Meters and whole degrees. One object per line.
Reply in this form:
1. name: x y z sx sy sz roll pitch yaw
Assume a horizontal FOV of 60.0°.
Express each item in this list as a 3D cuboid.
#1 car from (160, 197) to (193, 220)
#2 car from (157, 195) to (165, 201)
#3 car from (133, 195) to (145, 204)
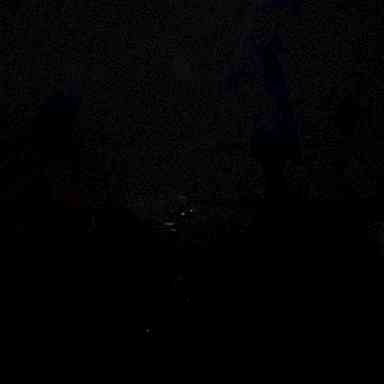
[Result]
1. car: -1.263 1.521 28.929 1.837 1.490 4.892 -2 0 -14
2. car: -8.169 1.519 87.197 1.812 1.442 4.674 -2 0 -14
3. car: -11.179 1.747 71.823 1.994 1.385 4.181 -2 0 -10
